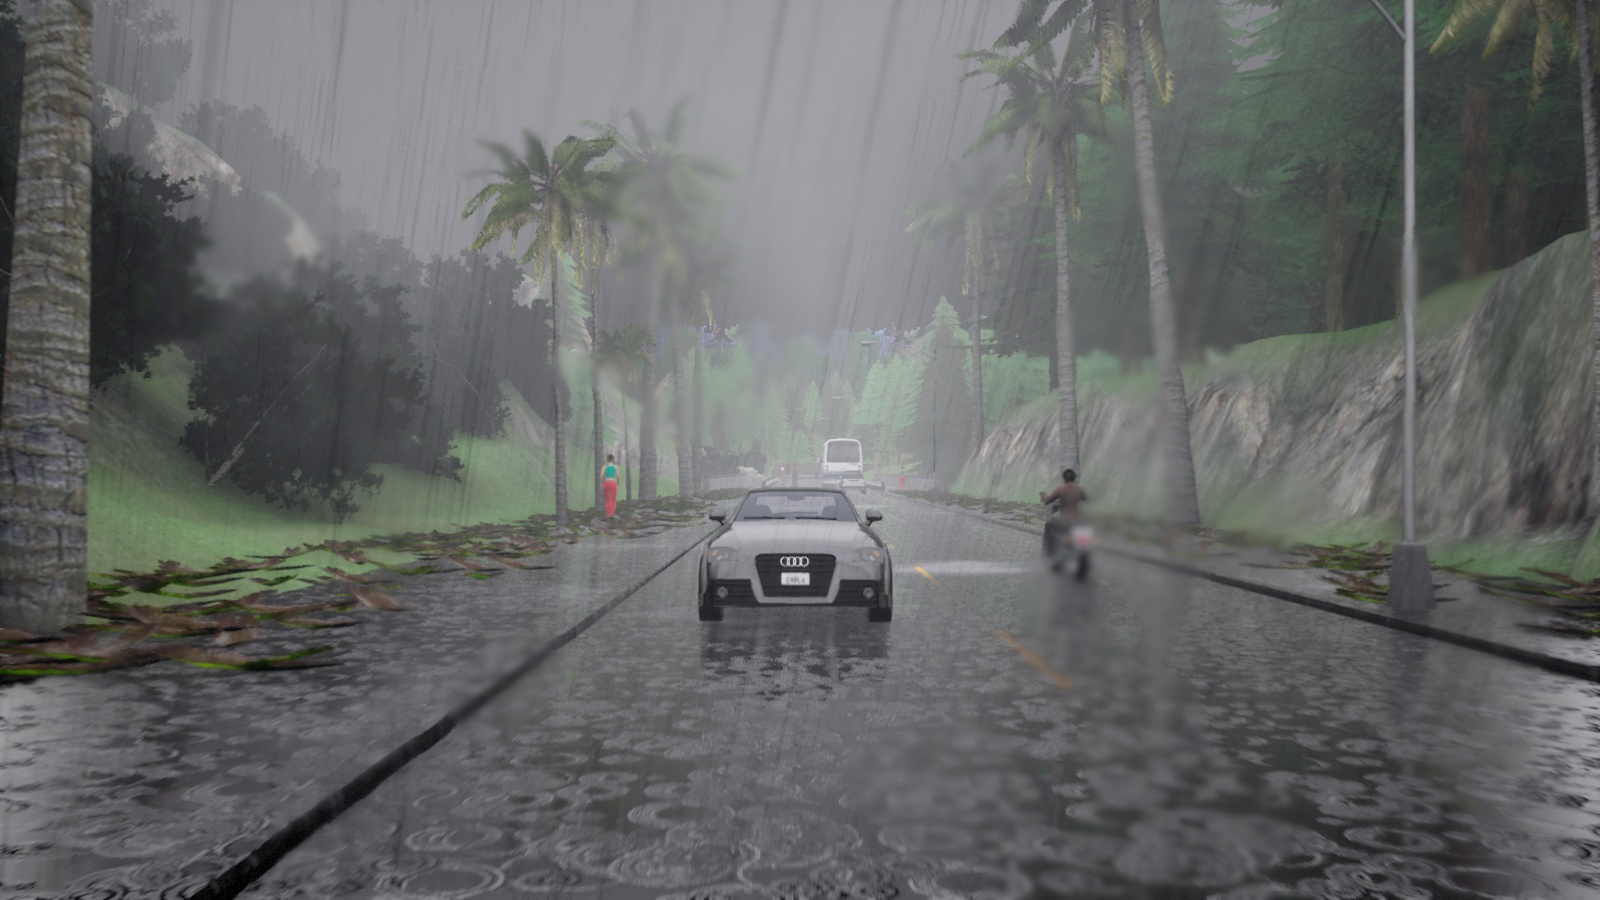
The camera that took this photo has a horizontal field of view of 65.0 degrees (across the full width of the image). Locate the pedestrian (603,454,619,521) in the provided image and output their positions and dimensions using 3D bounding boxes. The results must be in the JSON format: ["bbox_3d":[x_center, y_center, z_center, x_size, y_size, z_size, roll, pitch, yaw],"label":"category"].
[{"bbox_3d":[-5.218,1.045,34.726,0.345,1.836,0.594,0,-1,0],"label":"pedestrian"}]

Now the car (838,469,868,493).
[{"bbox_3d":[3.673,2.167,87.718,1.851,1.617,3.988,0,-1,0],"label":"car"}]

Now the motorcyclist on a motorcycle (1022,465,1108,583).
[{"bbox_3d":[3.947,1.065,18.897,0.766,1.649,2.350,0,-1,0],"label":"motorcyclist on a motorcycle"}]

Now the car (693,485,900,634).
[{"bbox_3d":[-0.040,1.118,14.210,1.994,1.385,4.181,0,-1,0],"label":"car"}]
